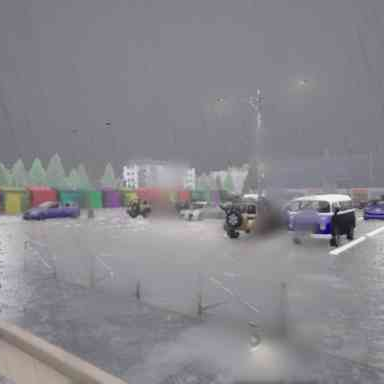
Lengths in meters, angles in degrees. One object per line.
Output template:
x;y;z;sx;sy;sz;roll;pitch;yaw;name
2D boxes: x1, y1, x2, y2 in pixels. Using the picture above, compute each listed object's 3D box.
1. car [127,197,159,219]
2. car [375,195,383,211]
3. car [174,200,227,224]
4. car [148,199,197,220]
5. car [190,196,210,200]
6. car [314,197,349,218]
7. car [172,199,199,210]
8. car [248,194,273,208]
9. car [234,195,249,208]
-3.666;1.397;29.948;1.932;1.855;4.605;-1;0;38;car
27.588;1.289;46.819;1.905;1.878;3.866;-1;0;38;car
0.742;1.592;26.526;1.970;1.475;3.806;-1;0;38;car
-1.528;1.585;28.322;1.784;1.438;3.905;-1;0;38;car
1.322;1.449;45.205;1.932;1.855;4.605;-1;0;38;car
14.634;1.547;34.794;1.970;1.475;3.806;-1;0;38;car
-0.909;1.684;47.050;1.784;1.438;3.905;-1;0;38;car
12.172;1.457;58.961;1.905;1.878;3.866;-1;0;38;car
9.910;1.721;60.764;1.970;1.475;3.806;-1;0;38;car
